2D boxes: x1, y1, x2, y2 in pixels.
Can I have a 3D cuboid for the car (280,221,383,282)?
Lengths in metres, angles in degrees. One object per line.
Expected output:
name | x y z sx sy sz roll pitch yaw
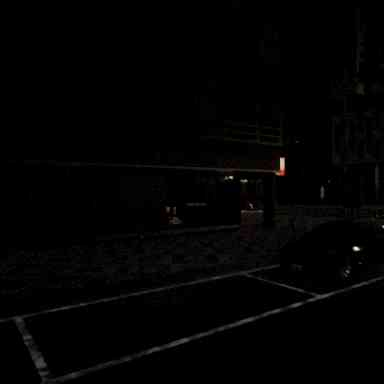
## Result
car | 4.449 1.538 9.707 4.313 1.339 1.947 0 0 -35

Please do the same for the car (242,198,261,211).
car | 7.459 1.690 46.710 2.097 1.767 4.553 -1 -1 -35
